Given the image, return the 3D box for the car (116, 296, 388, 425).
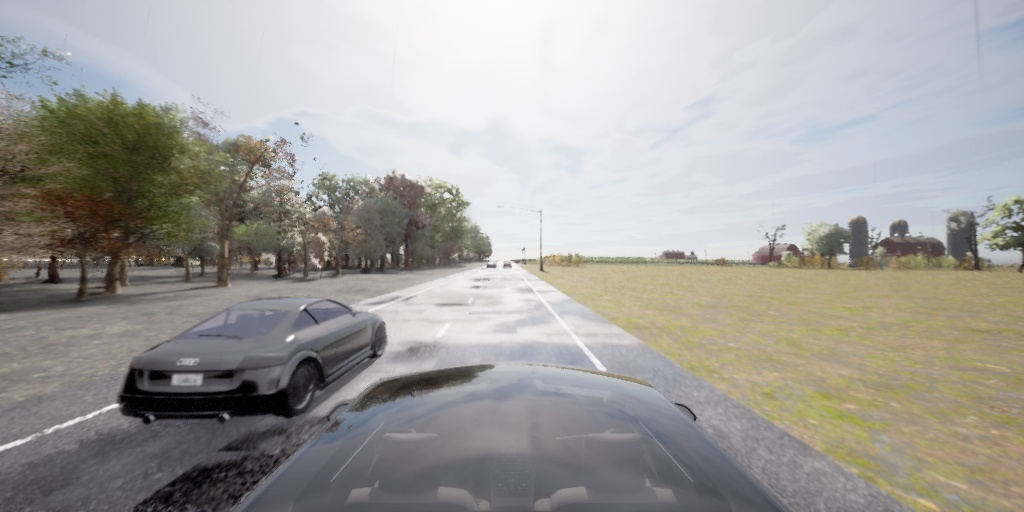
[{"bbox_3d":[-3.614,1.351,5.969,1.994,1.385,4.181,0,-1,-1],"label":"car"}]
